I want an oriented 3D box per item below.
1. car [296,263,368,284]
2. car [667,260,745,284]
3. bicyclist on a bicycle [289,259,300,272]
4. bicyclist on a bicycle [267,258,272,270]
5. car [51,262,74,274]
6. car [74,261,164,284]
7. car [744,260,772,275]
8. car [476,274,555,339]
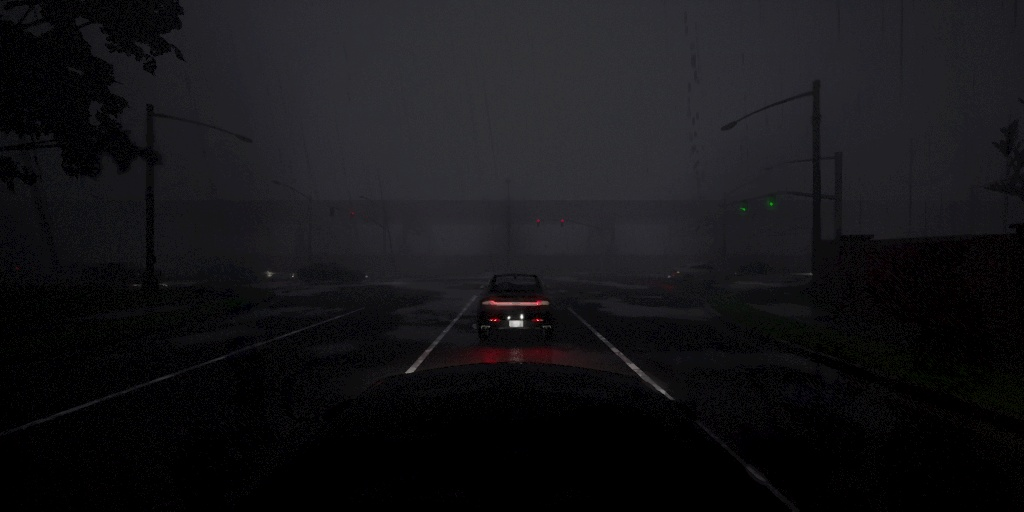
[{"bbox_3d":[-13.123,1.242,26.323,4.902,1.511,2.128,0,0,2],"label":"car"},{"bbox_3d":[13.548,1.225,25.609,4.674,1.442,1.812,0,0,2],"label":"car"},{"bbox_3d":[-27.055,1.203,44.677,0.582,1.620,1.656,0,0,14],"label":"bicyclist on a bicycle"},{"bbox_3d":[-31.608,1.050,46.765,0.582,1.620,1.656,0,0,-33],"label":"bicyclist on a bicycle"},{"bbox_3d":[-49.669,1.297,41.404,5.357,1.411,2.033,0,0,2],"label":"car"},{"bbox_3d":[-28.956,1.227,26.763,5.008,1.535,1.882,0,0,2],"label":"car"},{"bbox_3d":[23.495,1.140,36.052,4.674,1.442,1.812,-1,0,2],"label":"car"},{"bbox_3d":[0.094,1.242,10.117,2.128,1.511,4.902,0,0,0],"label":"car"}]
